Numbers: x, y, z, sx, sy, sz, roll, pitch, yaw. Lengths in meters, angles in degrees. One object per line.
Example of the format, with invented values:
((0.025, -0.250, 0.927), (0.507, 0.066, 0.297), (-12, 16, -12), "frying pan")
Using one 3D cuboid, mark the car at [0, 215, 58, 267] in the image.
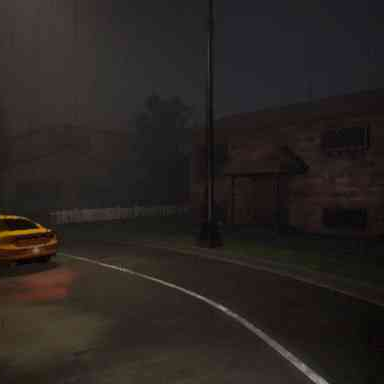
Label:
((-6.410, 1.483, 10.683), (5.008, 1.535, 1.882), (0, 0, 34), "car")
